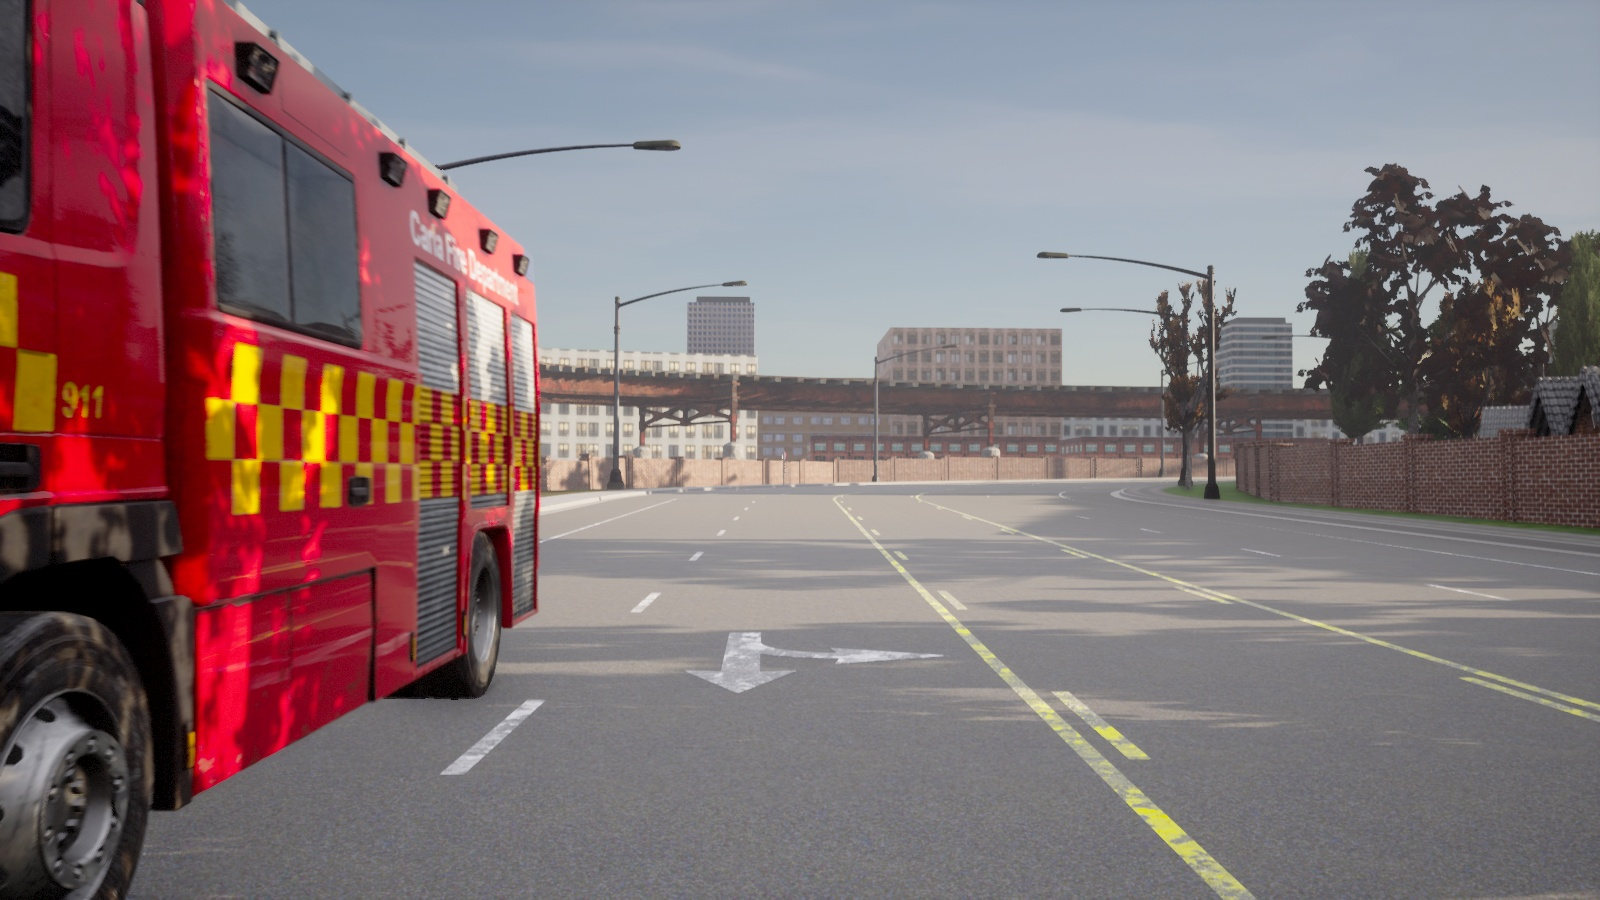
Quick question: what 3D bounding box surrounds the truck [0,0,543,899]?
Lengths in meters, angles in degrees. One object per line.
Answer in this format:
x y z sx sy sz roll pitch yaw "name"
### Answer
-3.518 -0.233 5.938 2.891 3.827 8.468 0 -1 0 "truck"
